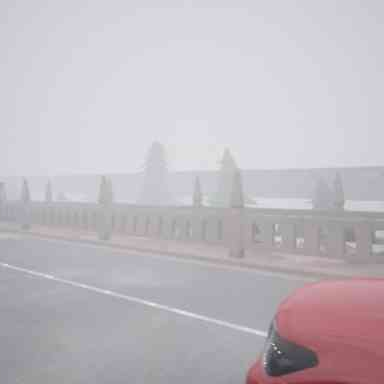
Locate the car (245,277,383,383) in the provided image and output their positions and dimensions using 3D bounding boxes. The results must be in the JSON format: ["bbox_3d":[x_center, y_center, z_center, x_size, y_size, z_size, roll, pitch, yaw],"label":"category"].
[{"bbox_3d":[3.071,1.225,1.756,5.566,2.045,2.150,0,0,36],"label":"car"}]
